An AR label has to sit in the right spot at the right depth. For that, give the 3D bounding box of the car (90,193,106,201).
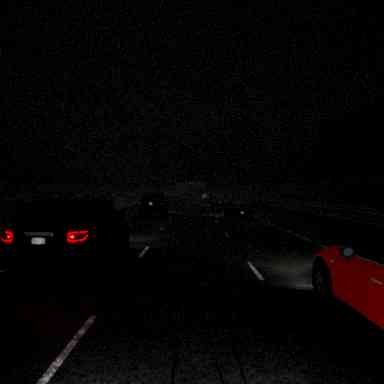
[{"bbox_3d":[-20.961,1.081,74.269,2.128,1.511,4.902,0,0,0],"label":"car"}]

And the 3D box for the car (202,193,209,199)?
[{"bbox_3d":[3.547,1.068,88.163,1.812,1.442,4.674,0,0,0],"label":"car"}]

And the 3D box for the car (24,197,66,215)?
[{"bbox_3d":[-14.079,1.292,32.230,1.882,1.535,5.008,0,0,0],"label":"car"}]

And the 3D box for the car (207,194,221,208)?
[{"bbox_3d":[3.523,1.253,44.185,2.163,1.488,4.792,0,0,0],"label":"car"}]

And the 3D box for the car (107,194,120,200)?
[{"bbox_3d":[-17.461,1.080,74.267,1.812,1.442,4.674,0,0,0],"label":"car"}]

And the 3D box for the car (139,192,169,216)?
[{"bbox_3d":[-3.384,1.048,29.954,2.150,2.045,5.566,0,0,0],"label":"car"}]

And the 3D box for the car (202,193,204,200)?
[{"bbox_3d":[3.535,1.143,66.159,1.837,1.490,4.892,0,0,0],"label":"car"}]

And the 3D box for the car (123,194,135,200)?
[{"bbox_3d":[-13.961,1.080,74.265,1.812,1.442,4.674,0,0,0],"label":"car"}]

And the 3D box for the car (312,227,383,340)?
[{"bbox_3d":[3.603,1.319,5.238,2.097,1.767,4.553,0,0,0],"label":"car"}]

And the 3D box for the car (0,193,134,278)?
[{"bbox_3d":[-3.396,1.161,10.039,2.150,2.045,5.566,0,0,0],"label":"car"}]

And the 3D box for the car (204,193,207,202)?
[{"bbox_3d":[3.529,1.241,55.157,2.033,1.411,5.357,0,0,0],"label":"car"}]

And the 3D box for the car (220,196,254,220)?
[{"bbox_3d":[3.614,1.323,26.348,1.882,1.535,5.008,0,0,0],"label":"car"}]
